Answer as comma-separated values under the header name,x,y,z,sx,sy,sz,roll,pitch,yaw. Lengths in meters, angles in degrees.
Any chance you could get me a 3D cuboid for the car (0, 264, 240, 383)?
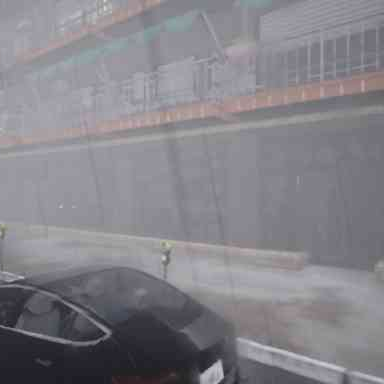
name,x,y,z,sx,sy,sz,roll,pitch,yaw
car,-1.528,1.566,3.962,4.313,1.339,1.947,0,0,35
